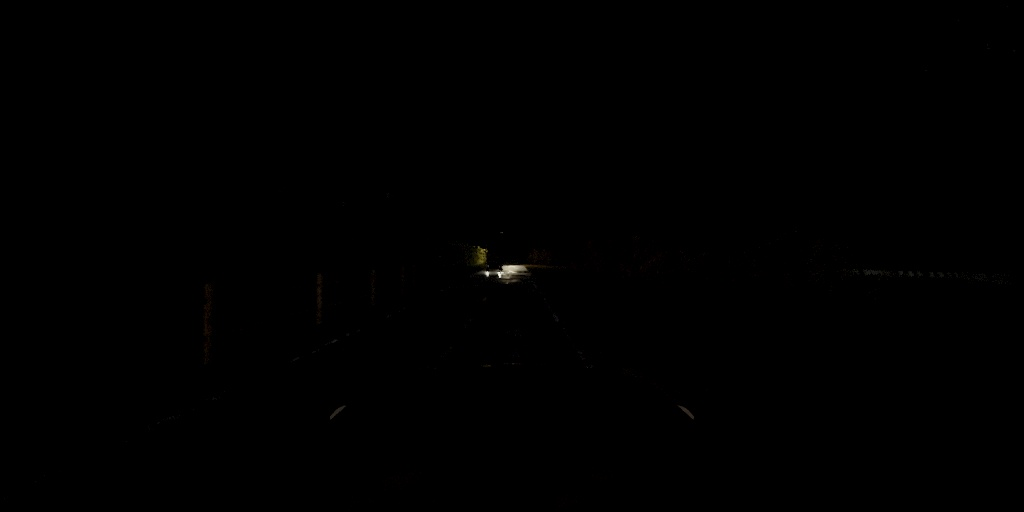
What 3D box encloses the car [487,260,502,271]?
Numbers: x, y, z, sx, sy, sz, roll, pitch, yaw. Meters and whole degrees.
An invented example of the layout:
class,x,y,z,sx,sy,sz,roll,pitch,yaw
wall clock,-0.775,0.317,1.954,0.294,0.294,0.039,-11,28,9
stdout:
class,x,y,z,sx,sy,sz,roll,pitch,yaw
car,-2.341,1.294,48.937,1.882,1.535,5.008,0,0,1
